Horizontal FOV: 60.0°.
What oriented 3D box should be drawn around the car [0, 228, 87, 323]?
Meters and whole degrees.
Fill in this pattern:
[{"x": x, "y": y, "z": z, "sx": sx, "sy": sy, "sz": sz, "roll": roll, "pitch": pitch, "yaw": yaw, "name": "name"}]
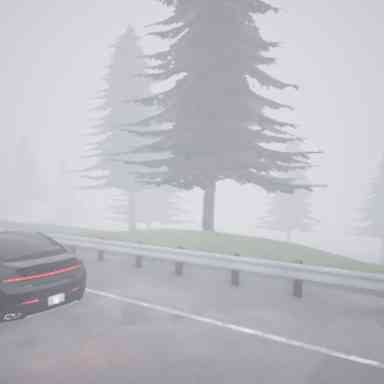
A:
[{"x": -4.228, "y": 1.504, "z": 6.781, "sx": 4.892, "sy": 1.490, "sz": 1.837, "roll": 0, "pitch": 0, "yaw": 34, "name": "car"}]
